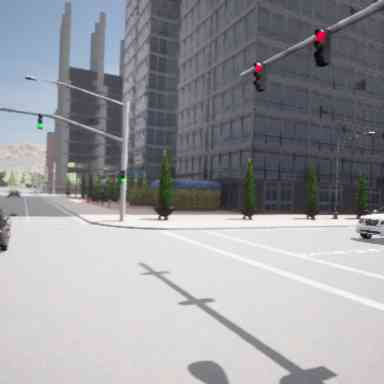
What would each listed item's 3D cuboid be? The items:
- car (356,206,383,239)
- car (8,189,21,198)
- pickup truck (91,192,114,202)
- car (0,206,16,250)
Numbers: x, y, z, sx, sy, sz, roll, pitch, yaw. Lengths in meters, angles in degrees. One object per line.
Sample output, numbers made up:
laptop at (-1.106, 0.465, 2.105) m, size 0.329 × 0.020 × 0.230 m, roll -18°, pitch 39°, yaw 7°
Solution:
car at (11.715, 1.660, 18.487) m, size 5.566 × 2.045 × 2.150 m, roll 2°, pitch 0°, yaw -26°
car at (-32.425, 0.255, 60.781) m, size 1.812 × 1.442 × 4.674 m, roll 2°, pitch 0°, yaw -27°
pickup truck at (-14.284, 0.486, 54.034) m, size 2.390 × 2.098 × 6.274 m, roll 2°, pitch 0°, yaw 4°
car at (-7.721, 1.203, 12.276) m, size 1.837 × 1.490 × 4.892 m, roll 2°, pitch 0°, yaw -27°
